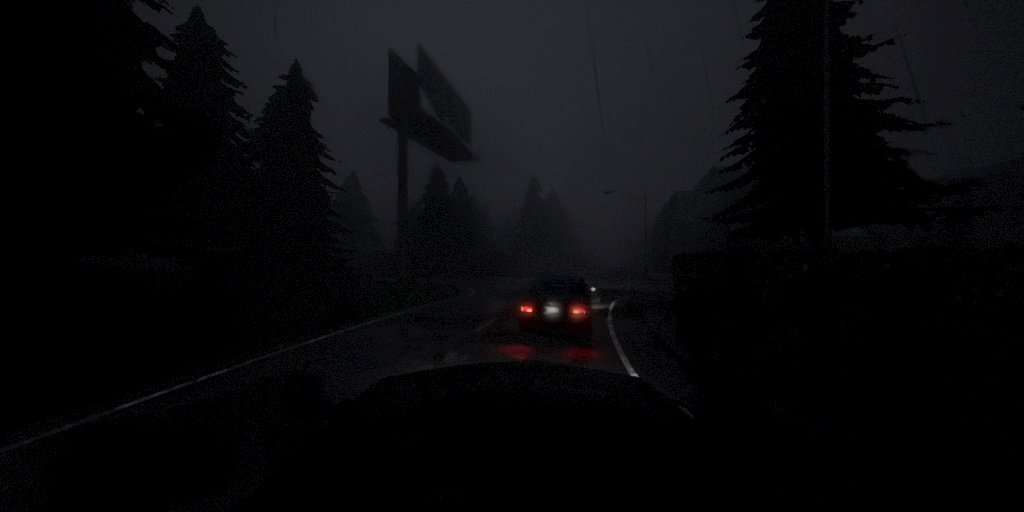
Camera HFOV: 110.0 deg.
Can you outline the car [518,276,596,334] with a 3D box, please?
[{"bbox_3d":[1.470,1.291,10.691,2.033,1.411,5.357,0,0,12],"label":"car"}]
